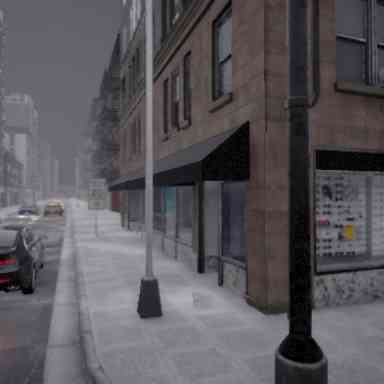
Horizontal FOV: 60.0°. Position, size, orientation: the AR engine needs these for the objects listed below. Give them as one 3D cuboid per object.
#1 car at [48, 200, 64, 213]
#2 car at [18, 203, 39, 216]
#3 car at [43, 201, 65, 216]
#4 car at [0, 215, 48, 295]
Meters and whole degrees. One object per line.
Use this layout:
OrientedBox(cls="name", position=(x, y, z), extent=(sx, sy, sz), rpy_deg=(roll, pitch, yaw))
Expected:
OrientedBox(cls="car", position=(-18.886, 1.969, 46.457), extent=(1.882, 1.535, 5.008), rpy_deg=(0, -1, -20))
OrientedBox(cls="car", position=(-19.200, 1.966, 39.297), extent=(2.033, 1.411, 5.357), rpy_deg=(0, -1, -20))
OrientedBox(cls="car", position=(-15.239, 1.883, 36.670), extent=(2.128, 1.511, 4.902), rpy_deg=(0, -1, -20))
OrientedBox(cls="car", position=(-4.981, 1.597, 8.650), extent=(1.837, 1.490, 4.892), rpy_deg=(0, -1, -20))
